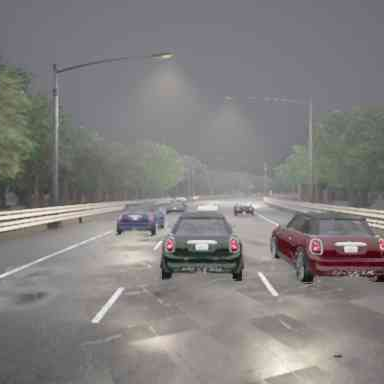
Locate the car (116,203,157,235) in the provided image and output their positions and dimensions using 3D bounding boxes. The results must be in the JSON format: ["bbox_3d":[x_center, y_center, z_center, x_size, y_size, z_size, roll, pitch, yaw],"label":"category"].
[{"bbox_3d":[-2.833,1.400,19.279,2.097,1.767,4.553,0,0,3],"label":"car"}]

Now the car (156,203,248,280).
[{"bbox_3d":[0.303,1.377,10.246,2.097,1.767,4.553,0,0,2],"label":"car"}]

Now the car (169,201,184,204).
[{"bbox_3d":[-1.590,1.660,36.443,1.994,1.385,4.181,0,0,5],"label":"car"}]

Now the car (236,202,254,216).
[{"bbox_3d":[5.213,1.694,34.126,1.895,1.301,4.718,0,0,5],"label":"car"}]

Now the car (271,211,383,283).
[{"bbox_3d":[3.792,1.377,9.939,2.097,1.767,4.553,0,0,1],"label":"car"}]
